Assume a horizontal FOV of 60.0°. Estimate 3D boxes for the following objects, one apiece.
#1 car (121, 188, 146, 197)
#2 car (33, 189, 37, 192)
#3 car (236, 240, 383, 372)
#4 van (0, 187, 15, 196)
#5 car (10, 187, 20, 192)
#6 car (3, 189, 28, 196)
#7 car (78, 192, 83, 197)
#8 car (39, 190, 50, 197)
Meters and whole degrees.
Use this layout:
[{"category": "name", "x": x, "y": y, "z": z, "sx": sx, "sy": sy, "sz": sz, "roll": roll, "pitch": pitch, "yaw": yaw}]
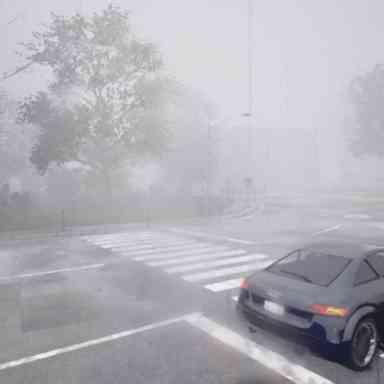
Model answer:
[{"category": "car", "x": -8.913, "y": 0.120, "z": 53.568, "sx": 2.231, "sy": 1.521, "sz": 4.892, "roll": -1, "pitch": 2, "yaw": 16}, {"category": "car", "x": -30.273, "y": 0.291, "z": 69.698, "sx": 2.231, "sy": 1.521, "sz": 4.892, "roll": -1, "pitch": 2, "yaw": 18}, {"category": "car", "x": 2.766, "y": 1.539, "z": 5.690, "sx": 4.181, "sy": 1.385, "sz": 1.994, "roll": 0, "pitch": 0, "yaw": -35}, {"category": "van", "x": -46.493, "y": -0.184, "z": 82.637, "sx": 1.878, "sy": 1.987, "sz": 4.442, "roll": 0, "pitch": 3, "yaw": 20}, {"category": "car", "x": -39.555, "y": 0.150, "z": 77.115, "sx": 2.097, "sy": 1.535, "sz": 5.008, "roll": 0, "pitch": 3, "yaw": 19}, {"category": "car", "x": -41.876, "y": 0.113, "z": 78.981, "sx": 2.097, "sy": 1.535, "sz": 5.008, "roll": 0, "pitch": 2, "yaw": 19}, {"category": "car", "x": -20.849, "y": 0.049, "z": 62.456, "sx": 2.435, "sy": 2.045, "sz": 5.566, "roll": -2, "pitch": 2, "yaw": 17}, {"category": "car", "x": -27.932, "y": 0.058, "z": 67.834, "sx": 2.435, "sy": 2.045, "sz": 5.566, "roll": 0, "pitch": 2, "yaw": 18}]
